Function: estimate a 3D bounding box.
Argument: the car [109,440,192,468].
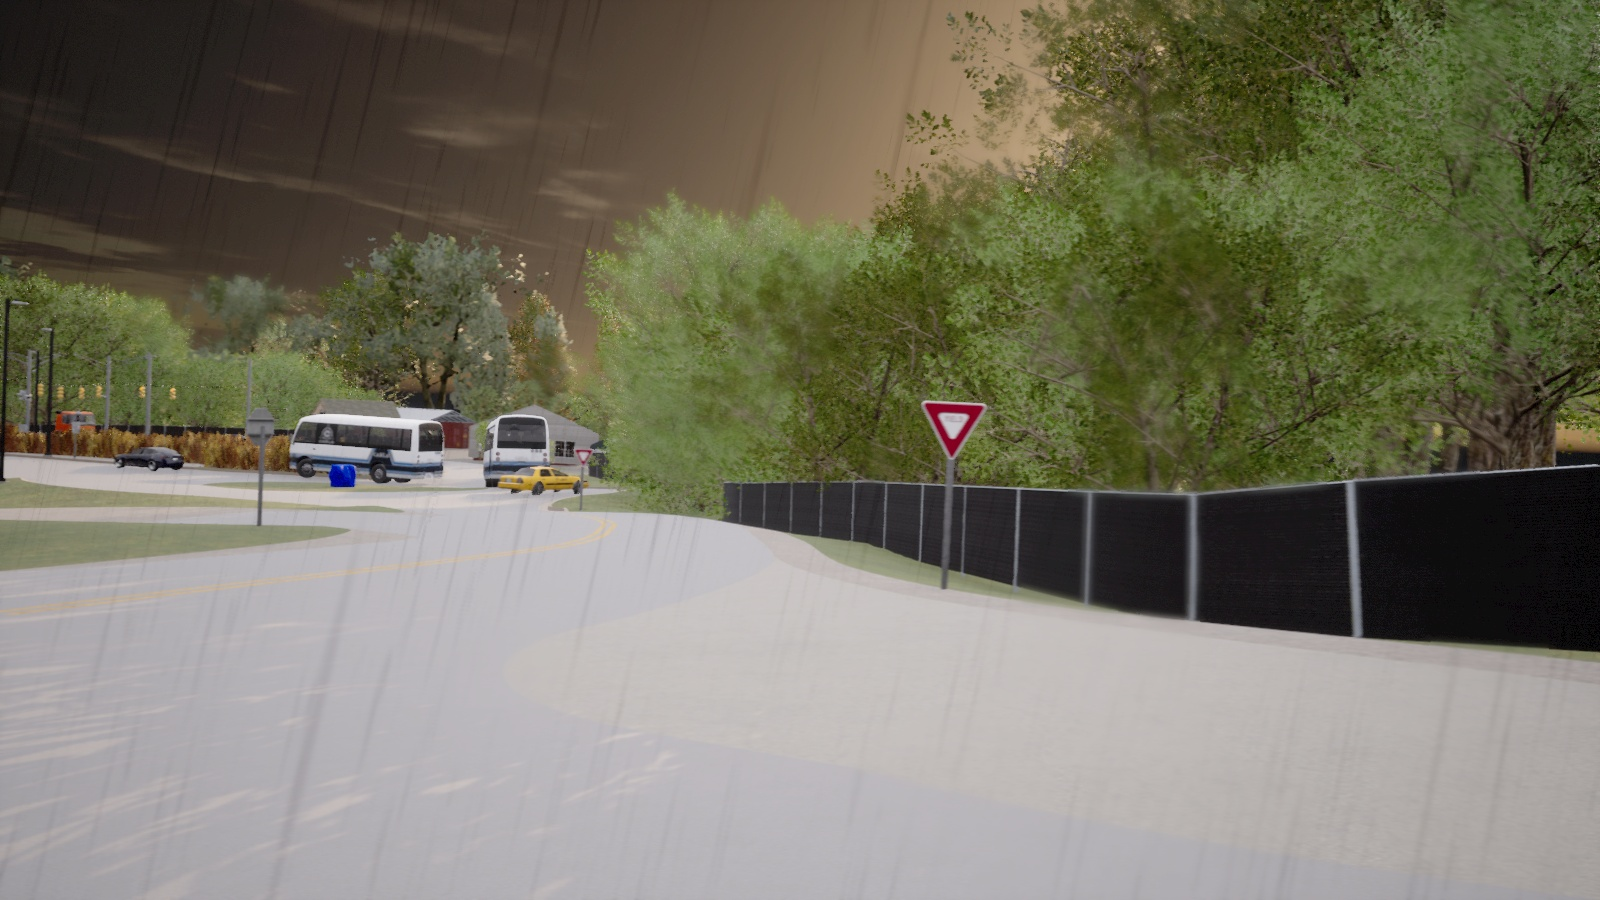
[{"bbox_3d":[-42.144,0.214,81.436,4.792,1.488,2.163,4,2,23],"label":"car"}]

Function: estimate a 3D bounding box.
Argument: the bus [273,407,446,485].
[{"bbox_3d":[-29.076,-0.337,82.988,10.273,4.253,3.944,5,2,17],"label":"bus"}]

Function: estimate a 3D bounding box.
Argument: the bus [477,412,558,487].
[{"bbox_3d":[-17.577,0.097,77.560,3.944,4.253,10.273,2,-2,-17],"label":"bus"}]

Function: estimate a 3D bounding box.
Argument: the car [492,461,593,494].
[{"bbox_3d":[-13.425,1.417,65.804,1.801,1.575,5.366,3,1,34],"label":"car"}]
